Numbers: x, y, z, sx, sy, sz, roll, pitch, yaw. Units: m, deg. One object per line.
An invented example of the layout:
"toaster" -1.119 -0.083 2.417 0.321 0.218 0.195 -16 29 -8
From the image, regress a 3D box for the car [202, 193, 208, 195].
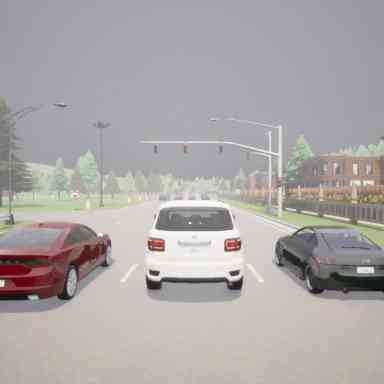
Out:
"car" 3.516 1.587 82.121 1.895 1.301 4.718 0 0 0

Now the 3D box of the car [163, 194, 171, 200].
"car" -6.982 1.332 92.096 1.837 1.490 4.892 0 0 0

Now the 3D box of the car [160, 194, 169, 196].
"car" -6.984 1.347 82.063 2.097 1.767 4.553 0 0 0

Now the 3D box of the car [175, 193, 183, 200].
"car" -3.482 1.187 92.065 2.097 1.767 4.553 0 0 0

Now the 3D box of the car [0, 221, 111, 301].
"car" -3.438 1.478 8.411 1.882 1.535 5.008 0 0 0

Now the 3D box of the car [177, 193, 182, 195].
"car" -3.484 1.516 82.092 1.812 1.442 4.674 0 0 0

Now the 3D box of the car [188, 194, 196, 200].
"car" 0.018 1.372 92.095 2.033 1.411 5.357 0 0 0

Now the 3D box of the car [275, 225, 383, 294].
"car" 3.566 1.564 8.806 1.994 1.385 4.181 0 0 0

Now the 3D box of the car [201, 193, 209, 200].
"car" 3.518 1.187 92.064 2.097 1.767 4.553 0 0 0

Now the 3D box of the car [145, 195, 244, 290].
"car" 0.068 1.221 9.219 2.150 2.045 5.566 0 0 0
